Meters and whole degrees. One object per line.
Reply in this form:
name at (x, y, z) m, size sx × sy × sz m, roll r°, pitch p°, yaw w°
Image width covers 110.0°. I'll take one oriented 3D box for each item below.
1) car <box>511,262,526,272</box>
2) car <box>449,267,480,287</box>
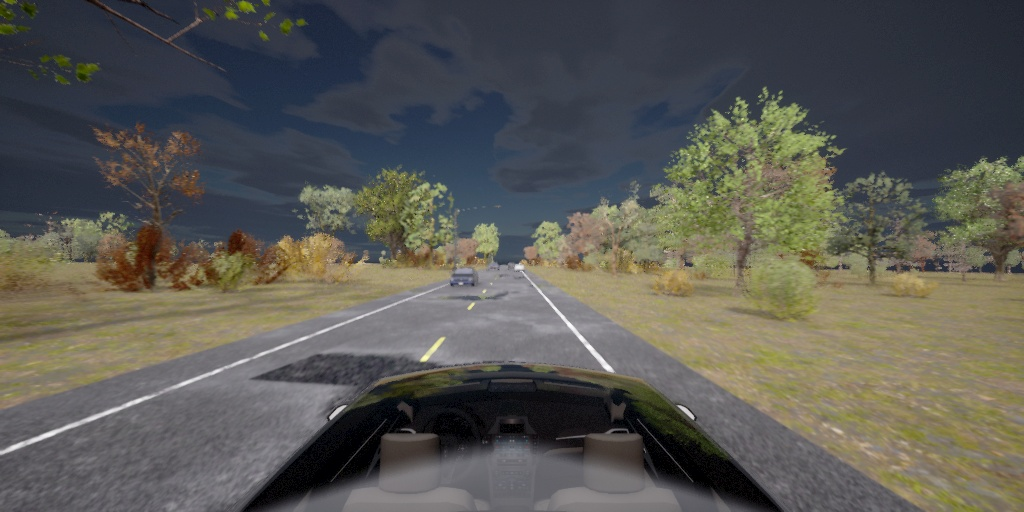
car at (1.258, 2.027, 62.030) m, size 1.812 × 1.442 × 4.674 m, roll 0°, pitch -1°, yaw 0°
car at (-3.584, 1.594, 27.869) m, size 2.033 × 1.411 × 5.357 m, roll 0°, pitch -1°, yaw 0°
